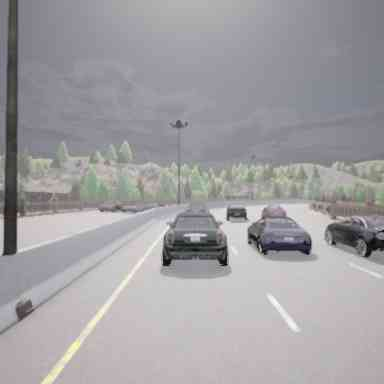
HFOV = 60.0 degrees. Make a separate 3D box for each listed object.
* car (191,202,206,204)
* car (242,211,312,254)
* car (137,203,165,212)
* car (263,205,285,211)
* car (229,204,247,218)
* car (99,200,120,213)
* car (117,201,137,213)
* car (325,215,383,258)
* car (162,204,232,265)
[{"bbox_3d":[0.617,1.722,30.341,2.097,1.767,4.553,0,-1,4],"label":"car"},{"bbox_3d":[3.604,1.742,14.364,1.994,1.385,4.181,0,-1,0],"label":"car"},{"bbox_3d":[-4.827,2.077,42.655,2.033,1.411,5.357,0,-1,12],"label":"car"},{"bbox_3d":[7.785,1.939,31.588,1.994,1.385,4.181,0,-1,6],"label":"car"},{"bbox_3d":[4.351,1.867,32.452,1.882,1.535,5.008,0,-1,6],"label":"car"},{"bbox_3d":[-11.071,1.945,46.442,2.097,1.767,4.553,0,-1,14],"label":"car"},{"bbox_3d":[-7.856,2.168,45.021,1.895,1.301,4.718,0,-1,13],"label":"car"},{"bbox_3d":[7.105,1.659,13.554,2.128,1.511,4.902,0,-1,0],"label":"car"},{"bbox_3d":[0.105,1.506,12.415,2.097,1.767,4.553,0,-1,0],"label":"car"}]
